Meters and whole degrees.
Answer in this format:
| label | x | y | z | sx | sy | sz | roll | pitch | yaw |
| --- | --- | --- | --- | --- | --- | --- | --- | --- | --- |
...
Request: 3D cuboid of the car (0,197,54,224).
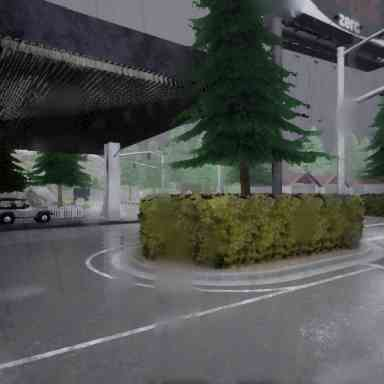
| label | x | y | z | sx | sy | sz | roll | pitch | yaw |
| --- | --- | --- | --- | --- | --- | --- | --- | --- | --- |
| car | -11.986 | 1.313 | 23.463 | 3.866 | 1.878 | 1.905 | 0 | 0 | -36 |
